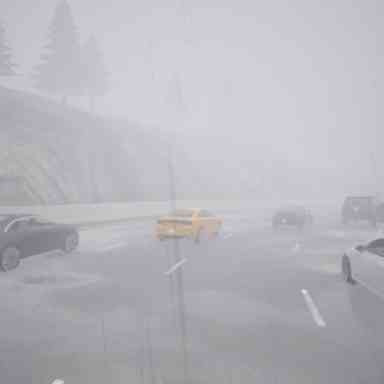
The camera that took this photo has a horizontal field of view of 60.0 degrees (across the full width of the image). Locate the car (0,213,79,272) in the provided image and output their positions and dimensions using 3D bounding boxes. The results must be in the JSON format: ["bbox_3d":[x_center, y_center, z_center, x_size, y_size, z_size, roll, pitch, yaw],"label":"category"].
[{"bbox_3d":[-5.539,1.427,10.701,2.128,1.511,4.902,0,0,12],"label":"car"}]

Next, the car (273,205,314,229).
[{"bbox_3d":[6.654,1.559,21.826,1.812,1.442,4.674,0,0,30],"label":"car"}]

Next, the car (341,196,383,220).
[{"bbox_3d":[12.840,1.308,24.743,2.150,2.045,5.566,0,0,39],"label":"car"}]

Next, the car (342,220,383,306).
[{"bbox_3d":[4.463,1.558,6.614,1.812,1.442,4.674,0,0,10],"label":"car"}]

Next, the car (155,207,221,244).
[{"bbox_3d":[-0.010,1.457,16.033,1.882,1.535,5.008,0,0,20],"label":"car"}]
